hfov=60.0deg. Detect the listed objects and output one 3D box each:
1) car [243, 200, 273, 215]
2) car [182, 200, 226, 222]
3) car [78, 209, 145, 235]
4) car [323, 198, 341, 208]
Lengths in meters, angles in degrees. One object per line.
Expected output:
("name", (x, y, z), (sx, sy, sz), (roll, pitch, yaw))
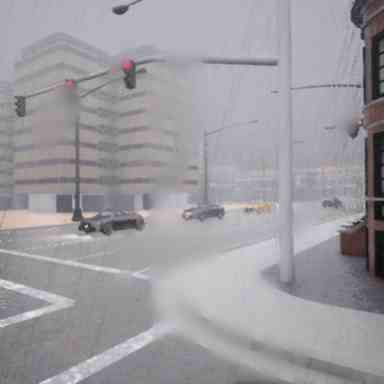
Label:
("car", (7.523, 1.685, 37.814), (1.882, 1.535, 5.008), (-1, -1, 35))
("car", (1.040, 1.698, 28.680), (2.128, 1.511, 4.902), (-1, -1, 35))
("car", (-4.820, 1.769, 20.404), (1.994, 1.385, 4.181), (-1, -1, 35))
("car", (21.717, 1.639, 51.482), (1.882, 1.535, 5.008), (-1, -1, 35))
